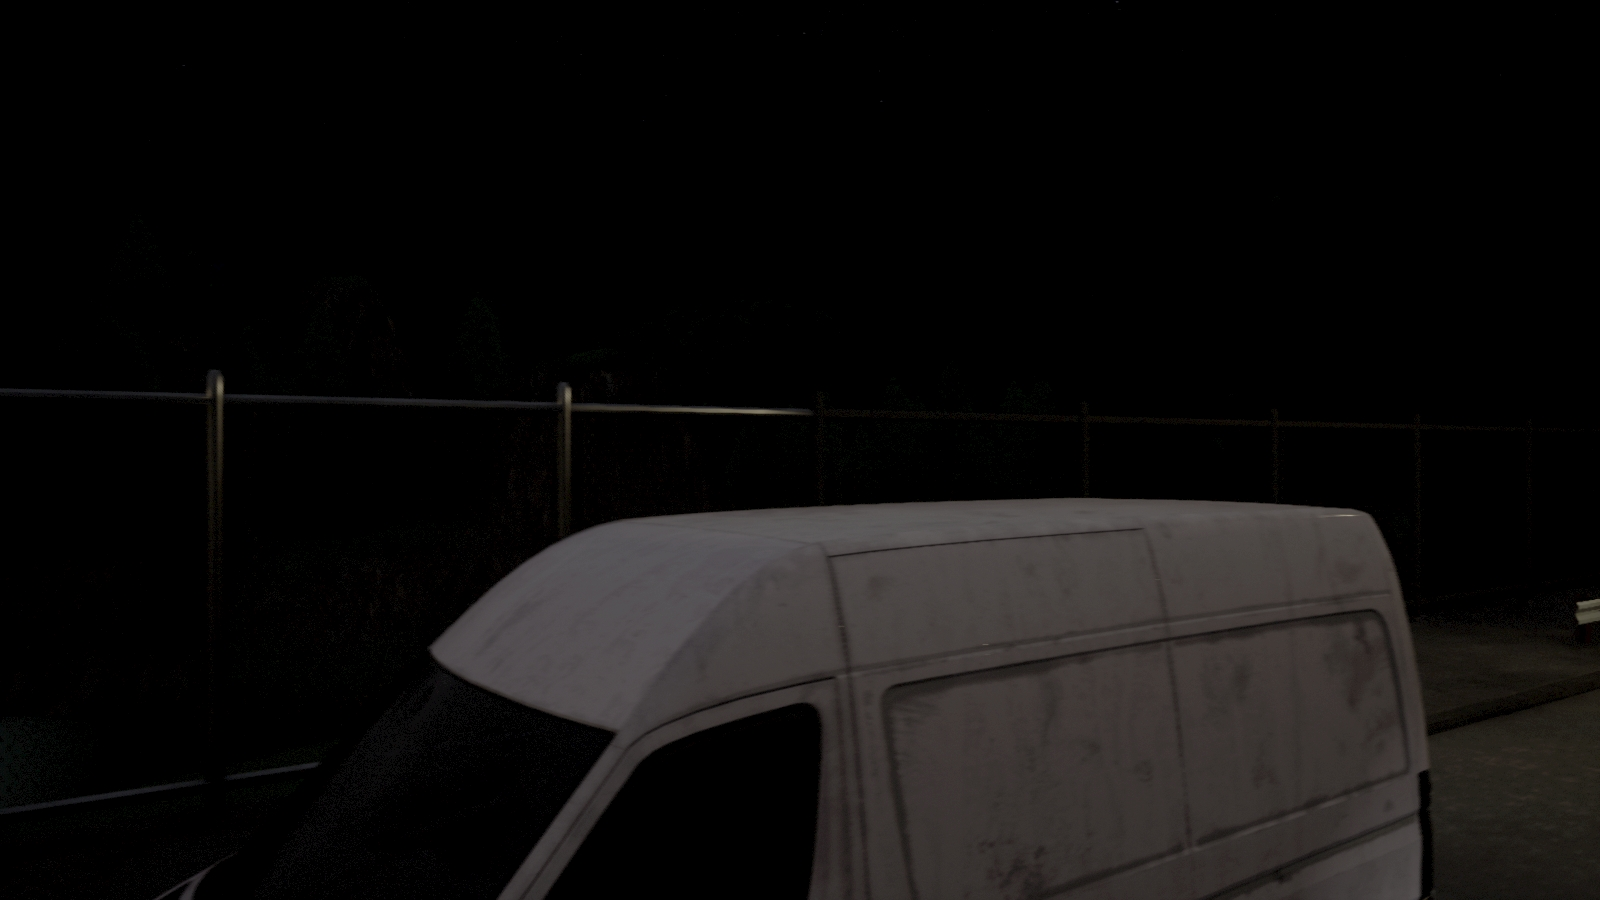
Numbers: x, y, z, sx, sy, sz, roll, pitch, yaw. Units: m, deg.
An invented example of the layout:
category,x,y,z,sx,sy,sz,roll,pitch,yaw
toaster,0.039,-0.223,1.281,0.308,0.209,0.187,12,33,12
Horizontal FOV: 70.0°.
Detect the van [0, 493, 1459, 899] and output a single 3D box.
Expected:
category,x,y,z,sx,sy,sz,roll,pitch,yaw
van,0.091,1.535,4.462,5.915,2.561,1.988,0,0,-35
